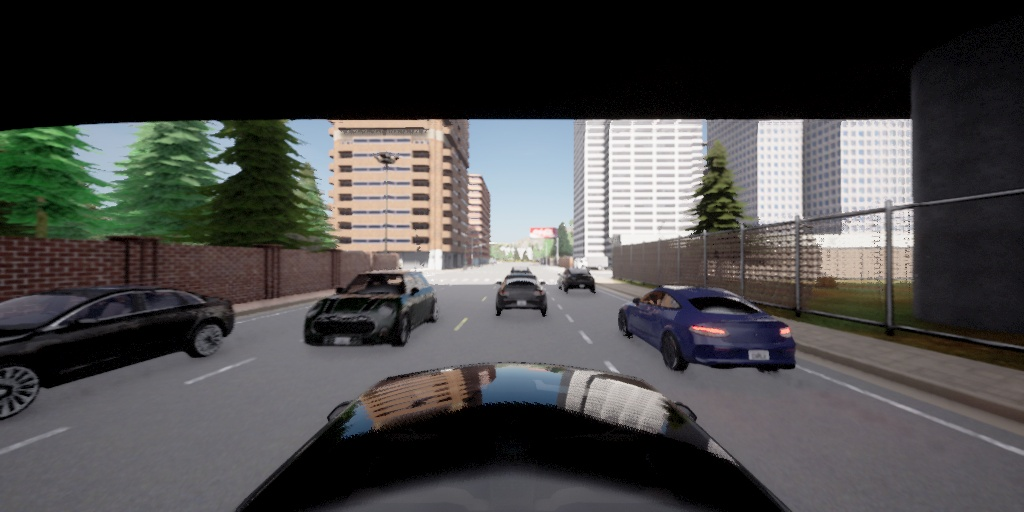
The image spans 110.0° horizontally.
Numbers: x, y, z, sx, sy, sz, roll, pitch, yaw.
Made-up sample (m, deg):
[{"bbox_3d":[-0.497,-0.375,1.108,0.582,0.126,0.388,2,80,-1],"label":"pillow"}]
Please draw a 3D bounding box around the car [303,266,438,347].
[{"bbox_3d":[-3.448,1.185,9.645,2.097,1.767,4.553,0,-1,1],"label":"car"}]

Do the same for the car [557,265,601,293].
[{"bbox_3d":[4.045,1.504,22.880,1.837,1.490,4.892,0,-1,1],"label":"car"}]

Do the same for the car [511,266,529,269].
[{"bbox_3d":[0.666,1.546,28.447,2.128,1.511,4.902,0,-1,1],"label":"car"}]

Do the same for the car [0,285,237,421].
[{"bbox_3d":[-7.032,1.273,5.860,2.128,1.511,4.902,0,-1,1],"label":"car"}]

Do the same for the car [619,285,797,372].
[{"bbox_3d":[3.738,1.352,7.695,1.812,1.442,4.674,0,-1,1],"label":"car"}]

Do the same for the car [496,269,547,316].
[{"bbox_3d":[0.356,1.416,14.138,1.812,1.442,4.674,0,-1,1],"label":"car"}]
